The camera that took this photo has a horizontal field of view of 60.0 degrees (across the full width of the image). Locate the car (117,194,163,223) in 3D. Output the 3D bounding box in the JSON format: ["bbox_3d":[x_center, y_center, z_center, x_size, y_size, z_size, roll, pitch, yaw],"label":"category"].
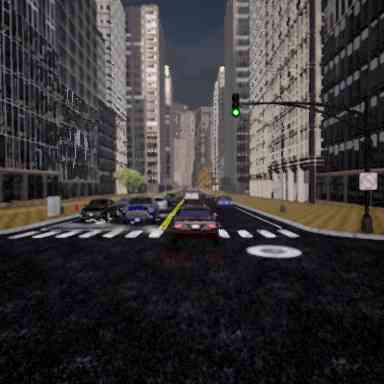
[{"bbox_3d":[-3.332,1.072,22.352,2.097,1.767,4.553,0,1,-1],"label":"car"}]

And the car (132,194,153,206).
[{"bbox_3d":[-6.514,1.042,44.737,2.033,1.411,5.357,0,1,0],"label":"car"}]

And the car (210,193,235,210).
[{"bbox_3d":[3.339,1.086,34.812,2.033,1.411,5.357,0,1,0],"label":"car"}]

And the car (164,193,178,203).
[{"bbox_3d":[-3.265,0.904,51.327,1.837,1.490,4.892,0,1,0],"label":"car"}]

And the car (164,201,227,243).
[{"bbox_3d":[0.112,1.285,14.226,2.033,1.411,5.357,0,0,0],"label":"car"}]

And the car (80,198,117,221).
[{"bbox_3d":[-6.603,1.227,24.187,1.837,1.490,4.892,0,1,0],"label":"car"}]

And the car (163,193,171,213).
[{"bbox_3d":[-3.335,1.148,31.273,1.812,1.442,4.674,0,1,0],"label":"car"}]

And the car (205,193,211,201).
[{"bbox_3d":[3.281,0.856,60.055,1.895,1.301,4.718,0,1,0],"label":"car"}]

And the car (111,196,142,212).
[{"bbox_3d":[-6.571,1.160,34.067,2.033,1.411,5.357,0,1,0],"label":"car"}]

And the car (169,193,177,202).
[{"bbox_3d":[-3.262,1.112,41.249,1.895,1.301,4.718,0,1,0],"label":"car"}]

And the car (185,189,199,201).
[{"bbox_3d":[-0.017,0.562,54.512,2.150,2.045,5.566,0,1,0],"label":"car"}]
